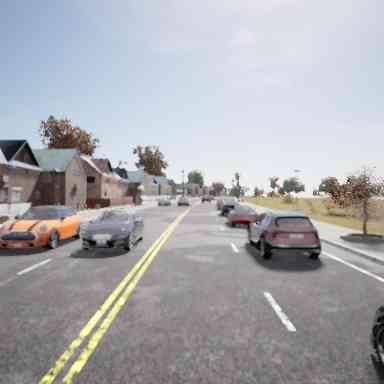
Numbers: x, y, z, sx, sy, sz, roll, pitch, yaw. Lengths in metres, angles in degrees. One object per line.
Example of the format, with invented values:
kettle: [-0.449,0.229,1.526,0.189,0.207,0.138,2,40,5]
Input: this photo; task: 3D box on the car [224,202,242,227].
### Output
car: [3.591,1.641,23.748,1.994,1.385,4.181,0,0,2]

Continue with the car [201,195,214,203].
car: [3.292,1.546,76.491,2.097,1.767,4.553,0,0,5]

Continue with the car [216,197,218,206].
car: [4.458,1.640,45.619,2.128,1.511,4.902,0,0,3]

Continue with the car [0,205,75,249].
car: [-6.443,1.398,14.626,2.097,1.767,4.553,0,0,1]

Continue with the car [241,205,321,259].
car: [3.356,1.474,12.807,2.033,1.649,4.856,0,0,1]

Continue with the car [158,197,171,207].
car: [-4.682,1.688,57.006,2.128,1.511,4.902,0,0,4]

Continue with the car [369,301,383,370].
car: [3.376,1.575,2.783,1.994,1.385,4.181,0,0,0]

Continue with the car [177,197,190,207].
car: [-1.441,1.671,56.806,1.882,1.535,5.008,0,0,4]

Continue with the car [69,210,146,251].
car: [-3.199,1.537,14.360,2.128,1.511,4.902,0,0,1]

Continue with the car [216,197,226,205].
car: [5.852,1.706,67.463,1.882,1.535,5.008,0,0,4]

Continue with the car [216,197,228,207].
car: [5.090,1.691,56.545,1.837,1.490,4.892,0,0,4]

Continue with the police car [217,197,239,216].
police car: [3.964,1.537,34.796,1.930,1.638,5.238,0,0,2]
